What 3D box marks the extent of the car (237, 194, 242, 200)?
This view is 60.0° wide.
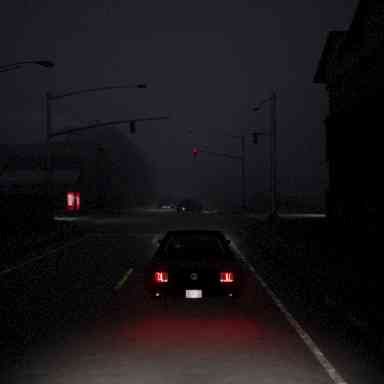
[{"bbox_3d":[13.894,1.389,89.062,3.633,1.501,1.845,0,0,0],"label":"car"}]

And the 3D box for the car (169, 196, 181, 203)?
[{"bbox_3d":[-3.500,1.547,68.484,2.033,1.411,5.357,0,0,1],"label":"car"}]

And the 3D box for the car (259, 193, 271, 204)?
[{"bbox_3d":[14.170,1.169,54.778,5.027,1.636,2.152,0,0,0],"label":"car"}]

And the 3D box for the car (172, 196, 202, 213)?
[{"bbox_3d":[-0.224,1.461,34.698,1.837,1.490,4.892,2,-2,14],"label":"car"}]

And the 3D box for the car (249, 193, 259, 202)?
[{"bbox_3d":[14.170,1.092,67.572,3.866,1.878,1.905,0,0,0],"label":"car"}]

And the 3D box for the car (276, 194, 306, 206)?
[{"bbox_3d":[14.494,1.248,48.360,3.806,1.475,1.970,0,0,0],"label":"car"}]

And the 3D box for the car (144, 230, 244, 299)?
[{"bbox_3d":[0.059,1.601,8.388,1.895,1.301,4.718,0,0,1],"label":"car"}]

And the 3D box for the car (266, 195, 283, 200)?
[{"bbox_3d":[21.315,1.399,86.081,3.806,1.475,1.970,0,0,0],"label":"car"}]

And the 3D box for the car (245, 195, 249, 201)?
[{"bbox_3d":[13.758,1.113,70.478,4.605,1.855,1.932,0,0,0],"label":"car"}]

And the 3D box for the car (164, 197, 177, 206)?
[{"bbox_3d":[-3.577,1.601,56.981,1.895,1.301,4.718,0,0,0],"label":"car"}]

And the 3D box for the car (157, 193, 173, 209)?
[{"bbox_3d":[-3.590,1.221,46.747,2.150,2.045,5.566,0,0,0],"label":"car"}]
